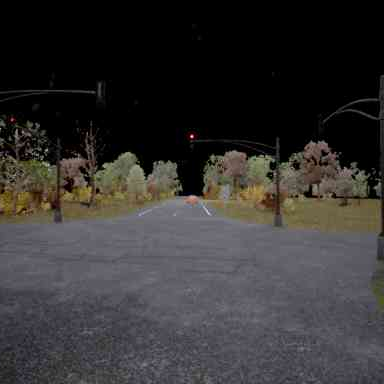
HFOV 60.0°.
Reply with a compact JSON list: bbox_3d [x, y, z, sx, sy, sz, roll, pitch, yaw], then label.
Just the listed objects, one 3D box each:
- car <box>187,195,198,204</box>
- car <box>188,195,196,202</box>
[{"bbox_3d":[0.070,1.424,67.959,2.097,1.767,4.553,0,0,0],"label":"car"},{"bbox_3d":[0.080,1.449,77.994,1.812,1.442,4.674,0,0,0],"label":"car"}]
